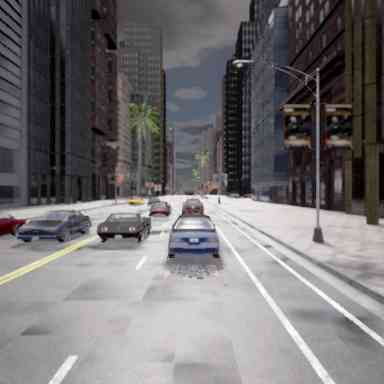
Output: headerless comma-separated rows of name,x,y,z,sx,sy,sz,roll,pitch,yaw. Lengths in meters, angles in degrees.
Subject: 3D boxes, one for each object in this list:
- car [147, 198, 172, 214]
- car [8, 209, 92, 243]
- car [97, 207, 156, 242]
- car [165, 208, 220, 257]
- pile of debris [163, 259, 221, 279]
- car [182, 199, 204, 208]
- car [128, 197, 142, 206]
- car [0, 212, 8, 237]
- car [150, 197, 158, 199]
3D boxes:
car,-3.150,1.648,33.984,1.994,1.385,4.181,0,0,0
car,-6.602,1.589,16.670,2.033,1.411,5.357,0,0,0
car,-3.149,1.642,16.508,1.895,1.301,4.718,0,0,0
car,0.078,1.581,13.067,2.033,1.411,5.357,0,0,0
pile of debris,0.000,2.199,9.607,1.500,0.140,1.860,0,0,0
car,0.099,1.434,33.201,2.097,1.767,4.553,0,0,0
car,-9.793,1.622,57.448,1.882,1.535,5.008,0,0,1
car,-9.851,1.640,15.758,1.895,1.301,4.718,0,0,0
car,-6.555,1.649,57.577,1.837,1.490,4.892,0,0,1
